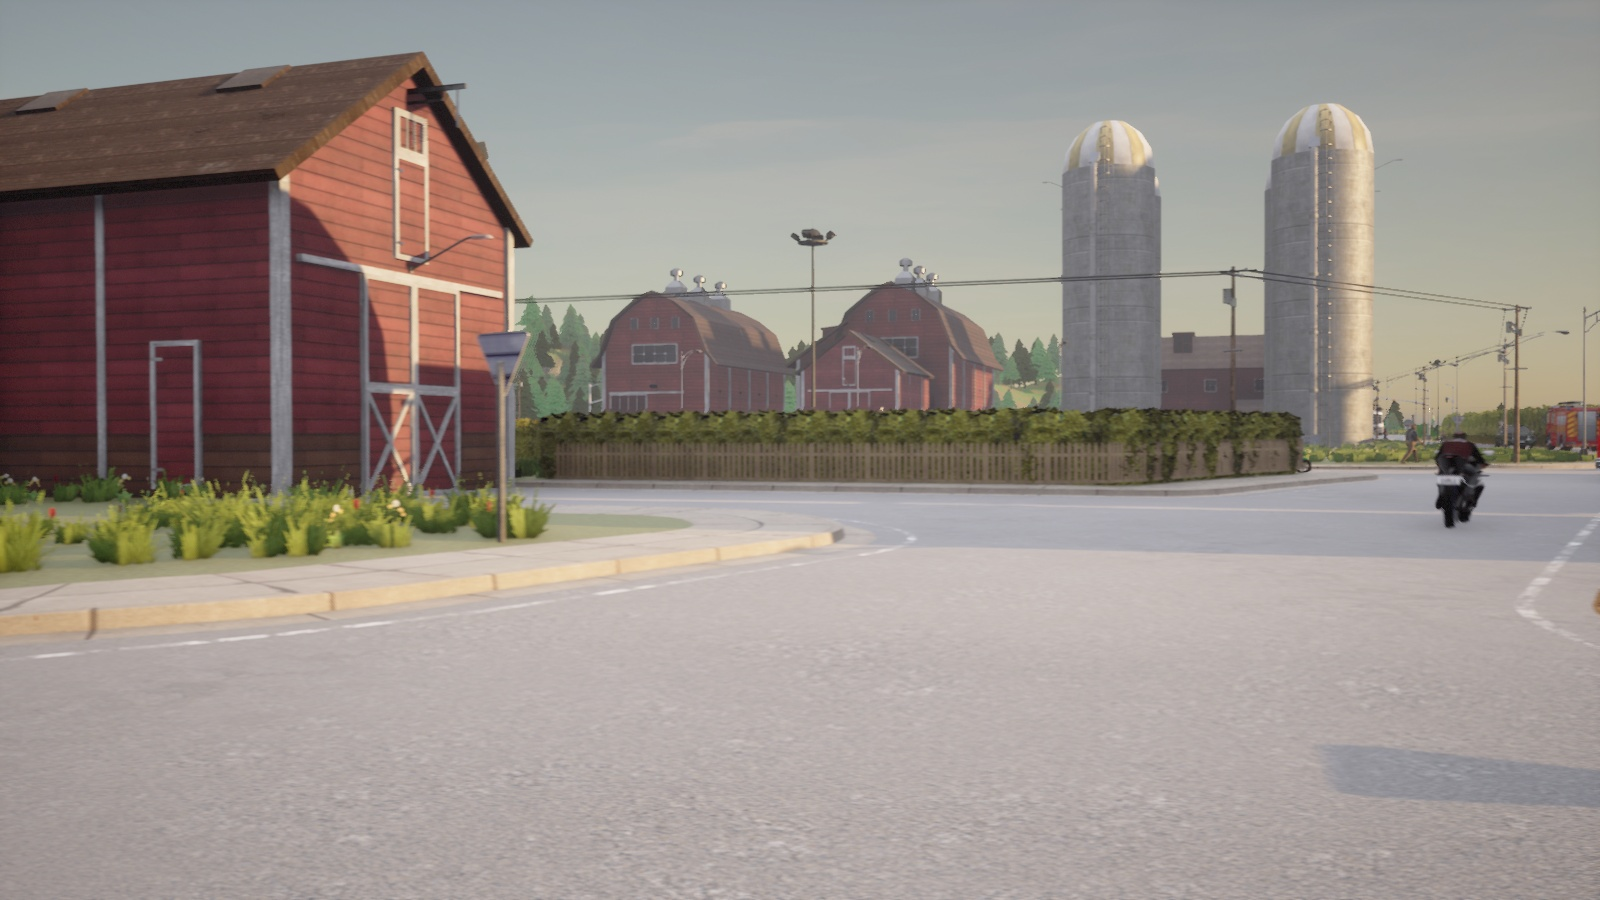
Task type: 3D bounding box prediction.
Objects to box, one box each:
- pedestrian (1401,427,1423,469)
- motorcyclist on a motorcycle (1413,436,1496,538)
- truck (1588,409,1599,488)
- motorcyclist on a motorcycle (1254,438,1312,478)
[{"bbox_3d":[27.043,-0.111,55.526,0.694,1.848,0.540,0,1,4],"label":"pedestrian"},{"bbox_3d":[10.502,0.550,20.103,0.866,1.530,2.191,1,1,35],"label":"motorcyclist on a motorcycle"},{"bbox_3d":[27.510,-0.088,40.145,5.204,2.467,2.627,-1,2,-43],"label":"truck"},{"bbox_3d":[18.702,0.304,48.627,2.044,1.523,0.797,1,1,25],"label":"motorcyclist on a motorcycle"}]
